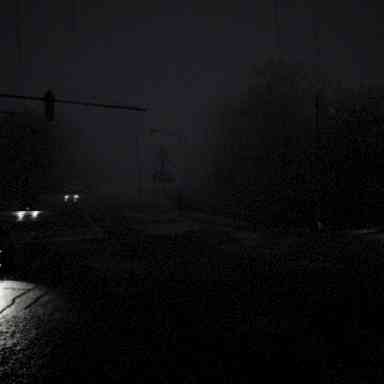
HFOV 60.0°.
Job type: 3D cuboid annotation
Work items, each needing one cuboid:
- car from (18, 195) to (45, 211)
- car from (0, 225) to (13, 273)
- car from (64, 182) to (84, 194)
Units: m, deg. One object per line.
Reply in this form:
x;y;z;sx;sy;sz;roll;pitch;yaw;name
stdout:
-16.084;1.045;33.597;2.033;1.411;5.357;0;3;-16;car
-6.521;1.572;9.988;1.994;1.385;4.181;0;0;-28;car
-20.550;-0.718;58.227;2.150;2.045;5.566;0;3;-5;car
